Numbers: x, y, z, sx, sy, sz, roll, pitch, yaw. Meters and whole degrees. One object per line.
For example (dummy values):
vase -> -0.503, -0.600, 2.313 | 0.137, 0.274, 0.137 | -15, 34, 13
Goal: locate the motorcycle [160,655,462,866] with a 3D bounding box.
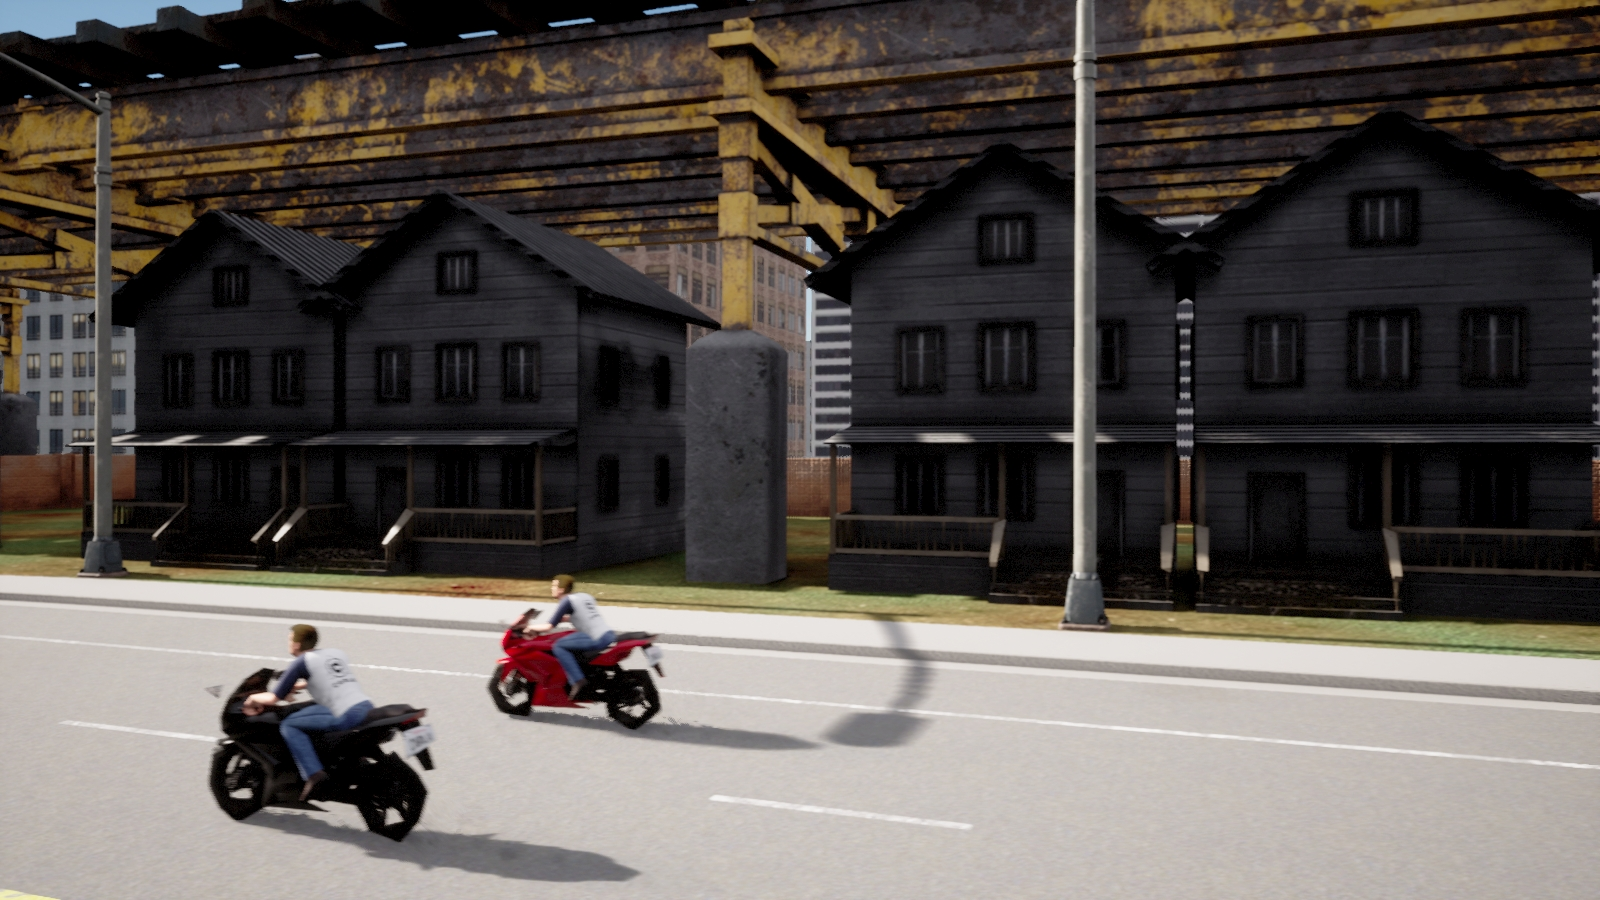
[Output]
motorcycle -> -3.580, 2.208, 8.372 | 2.033, 1.145, 0.803 | 0, 0, 20

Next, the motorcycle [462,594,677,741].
motorcycle -> -2.345, 2.169, 11.646 | 2.033, 1.224, 0.803 | 0, 0, 20
